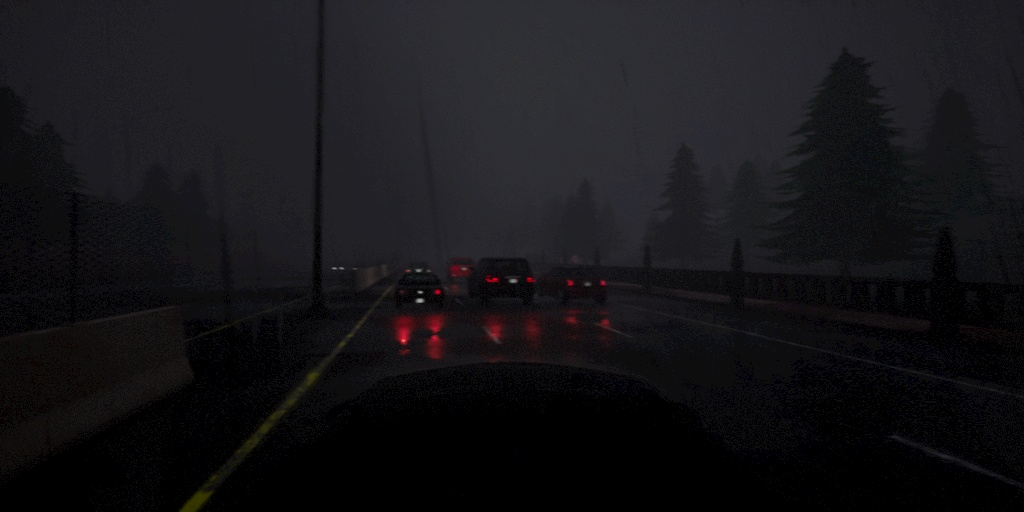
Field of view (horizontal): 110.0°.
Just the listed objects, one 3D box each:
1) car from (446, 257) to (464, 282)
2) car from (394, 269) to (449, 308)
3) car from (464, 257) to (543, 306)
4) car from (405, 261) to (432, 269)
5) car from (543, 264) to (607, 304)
[{"bbox_3d":[-4.449,1.128,30.979,2.150,2.045,5.566,1,0,-15],"label":"car"},{"bbox_3d":[-4.054,1.404,15.703,1.895,1.301,4.718,1,0,-15],"label":"car"},{"bbox_3d":[-0.651,1.068,16.542,2.150,2.045,5.566,1,0,-15],"label":"car"},{"bbox_3d":[-7.854,1.213,30.167,2.097,1.767,4.553,1,-1,-15],"label":"car"},{"bbox_3d":[2.709,1.252,17.526,2.097,1.767,4.553,1,-1,-15],"label":"car"}]
